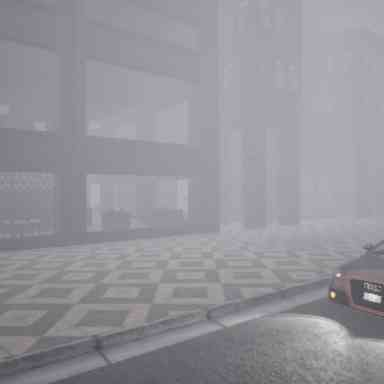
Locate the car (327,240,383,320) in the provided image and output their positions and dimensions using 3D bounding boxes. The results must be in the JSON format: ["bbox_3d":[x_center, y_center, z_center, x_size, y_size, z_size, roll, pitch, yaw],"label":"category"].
[{"bbox_3d":[4.600,1.561,6.643,4.181,1.385,1.994,0,0,-35],"label":"car"}]
